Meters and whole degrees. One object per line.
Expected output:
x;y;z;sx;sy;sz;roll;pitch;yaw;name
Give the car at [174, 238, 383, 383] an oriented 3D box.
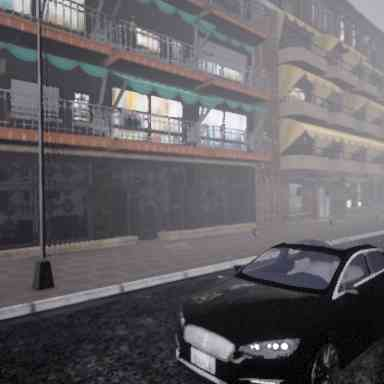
1.929;1.555;5.227;4.902;1.511;2.128;0;-1;-42;car
